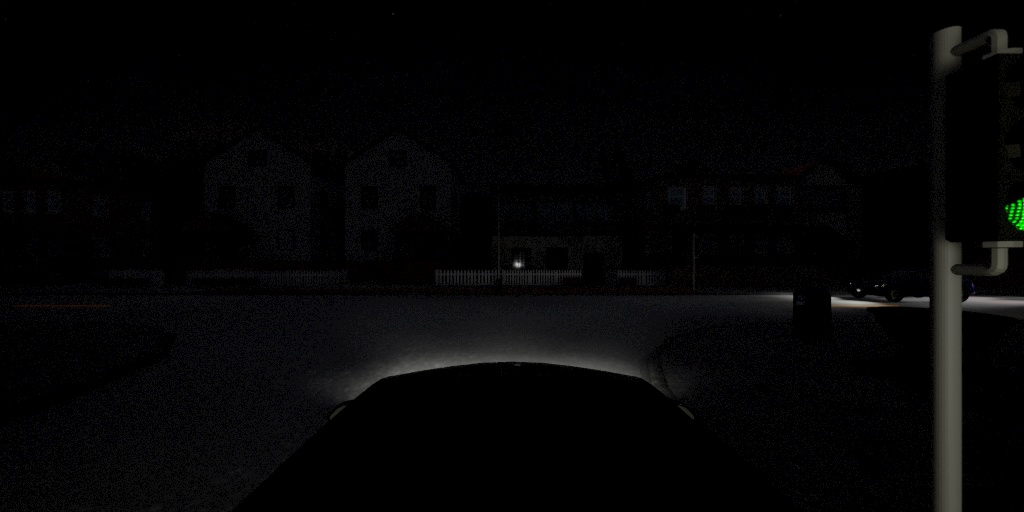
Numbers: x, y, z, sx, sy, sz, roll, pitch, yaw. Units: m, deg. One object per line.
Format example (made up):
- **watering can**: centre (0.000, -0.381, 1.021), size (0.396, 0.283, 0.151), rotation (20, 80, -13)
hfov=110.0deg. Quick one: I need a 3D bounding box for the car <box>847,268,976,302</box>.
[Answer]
- **car**: centre (18.188, 1.284, 16.411), size (4.674, 1.442, 1.812), rotation (0, 0, 0)
